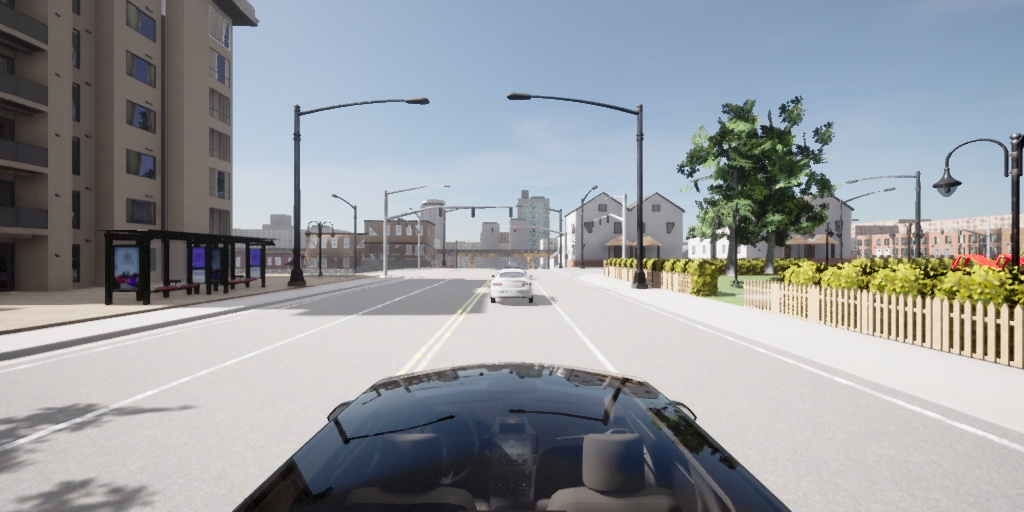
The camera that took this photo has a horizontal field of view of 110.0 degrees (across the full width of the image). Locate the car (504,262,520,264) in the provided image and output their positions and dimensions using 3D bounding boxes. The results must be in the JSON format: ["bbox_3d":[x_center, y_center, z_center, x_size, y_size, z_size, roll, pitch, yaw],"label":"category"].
[{"bbox_3d":[0.000,1.244,31.500,2.128,1.511,4.902,0,0,0],"label":"car"}]

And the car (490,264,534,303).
[{"bbox_3d":[0.000,1.282,16.500,1.812,1.442,4.674,0,0,0],"label":"car"}]

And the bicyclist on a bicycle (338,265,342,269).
[{"bbox_3d":[-25.651,2.212,53.421,0.582,1.620,1.656,-8,0,0],"label":"bicyclist on a bicycle"}]
